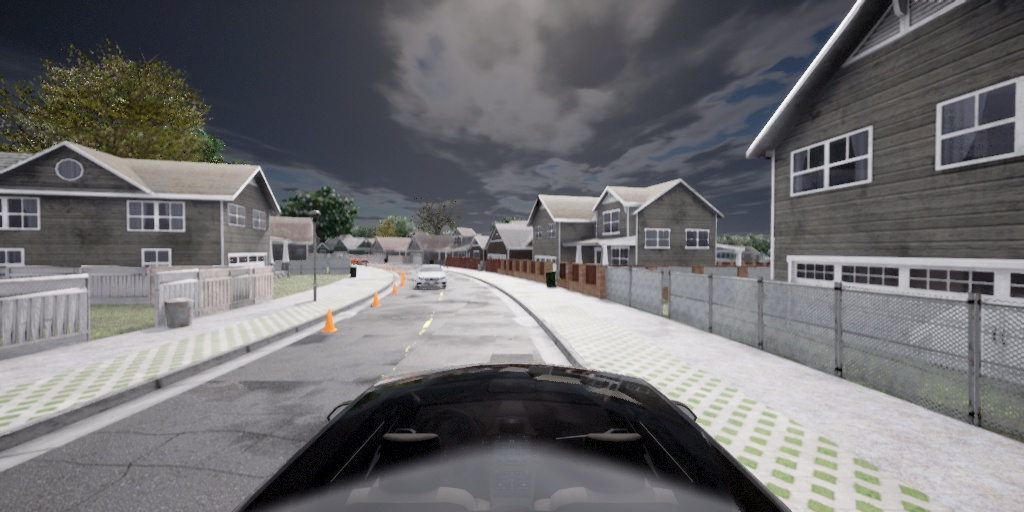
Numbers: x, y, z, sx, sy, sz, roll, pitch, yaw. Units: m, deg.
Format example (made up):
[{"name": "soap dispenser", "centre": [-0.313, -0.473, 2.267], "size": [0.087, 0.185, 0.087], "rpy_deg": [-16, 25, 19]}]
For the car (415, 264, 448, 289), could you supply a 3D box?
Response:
[{"name": "car", "centre": [-5.211, 1.264, 23.186], "size": [1.812, 1.442, 4.674], "rpy_deg": [0, 0, -14]}]

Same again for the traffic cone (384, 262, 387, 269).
[{"name": "traffic cone", "centre": [-18.147, 1.512, 51.127], "size": [0.340, 0.580, 0.340], "rpy_deg": [0, 0, -30]}]

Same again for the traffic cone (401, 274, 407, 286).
[{"name": "traffic cone", "centre": [-7.331, 1.698, 23.995], "size": [0.340, 0.580, 0.340], "rpy_deg": [0, 0, -14]}]

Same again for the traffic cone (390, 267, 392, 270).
[{"name": "traffic cone", "centre": [-15.822, 1.557, 46.833], "size": [0.340, 0.580, 0.340], "rpy_deg": [0, 0, -27]}]

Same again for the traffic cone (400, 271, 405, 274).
[{"name": "traffic cone", "centre": [-8.598, 1.685, 28.711], "size": [0.340, 0.580, 0.340], "rpy_deg": [0, 0, -16]}]

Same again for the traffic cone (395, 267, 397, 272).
[{"name": "traffic cone", "centre": [-13.701, 1.600, 42.434], "size": [0.340, 0.580, 0.340], "rpy_deg": [0, 0, -24]}]

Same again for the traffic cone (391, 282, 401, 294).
[{"name": "traffic cone", "centre": [-6.286, 1.704, 19.224], "size": [0.340, 0.580, 0.340], "rpy_deg": [0, 0, -11]}]

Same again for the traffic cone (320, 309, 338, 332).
[{"name": "traffic cone", "centre": [-4.869, 1.700, 9.561], "size": [0.340, 0.580, 0.340], "rpy_deg": [0, 0, -6]}]

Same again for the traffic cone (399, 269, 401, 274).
[{"name": "traffic cone", "centre": [-10.084, 1.664, 33.364], "size": [0.340, 0.580, 0.340], "rpy_deg": [0, 0, -19]}]

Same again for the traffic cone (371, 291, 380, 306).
[{"name": "traffic cone", "centre": [-5.464, 1.702, 14.409], "size": [0.340, 0.580, 0.340], "rpy_deg": [0, 0, -8]}]

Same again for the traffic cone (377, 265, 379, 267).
[{"name": "traffic cone", "centre": [-20.671, 1.470, 55.308], "size": [0.340, 0.580, 0.340], "rpy_deg": [0, 0, -32]}]
